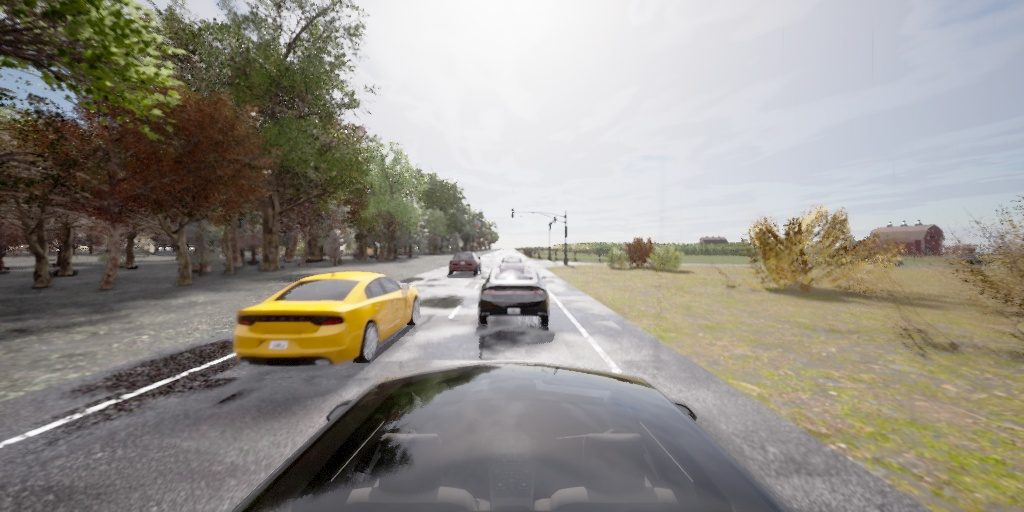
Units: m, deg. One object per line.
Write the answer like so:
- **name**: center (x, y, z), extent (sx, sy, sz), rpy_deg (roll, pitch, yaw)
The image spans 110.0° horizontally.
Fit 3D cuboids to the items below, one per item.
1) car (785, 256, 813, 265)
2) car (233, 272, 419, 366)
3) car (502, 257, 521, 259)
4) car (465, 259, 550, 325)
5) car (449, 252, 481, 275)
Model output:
- **car**: center (39.195, 0.495, 50.204), extent (5.008, 1.535, 1.882), rpy_deg (1, 0, 1)
- **car**: center (-3.424, 1.080, 7.714), extent (1.882, 1.535, 5.008), rpy_deg (0, 2, 0)
- **car**: center (-0.009, 0.707, 27.731), extent (1.895, 1.301, 4.718), rpy_deg (0, 1, 0)
- **car**: center (0.056, 1.017, 10.794), extent (2.128, 1.511, 4.902), rpy_deg (0, 1, 0)
- **car**: center (-3.510, 0.464, 27.546), extent (2.097, 1.767, 4.553), rpy_deg (0, 1, 0)
